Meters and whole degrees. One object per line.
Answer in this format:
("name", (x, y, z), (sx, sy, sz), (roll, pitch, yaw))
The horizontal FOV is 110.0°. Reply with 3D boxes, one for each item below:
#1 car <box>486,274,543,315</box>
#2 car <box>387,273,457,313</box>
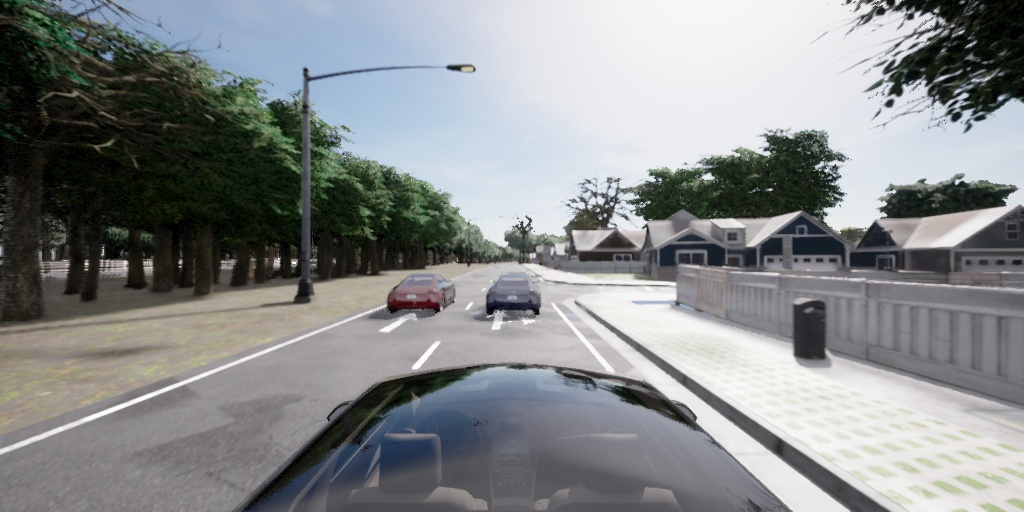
("car", (0.172, 1.379, 14.116), (1.994, 1.385, 4.181), (0, 0, 4))
("car", (-3.462, 1.379, 14.423), (1.994, 1.385, 4.181), (0, 0, 0))
